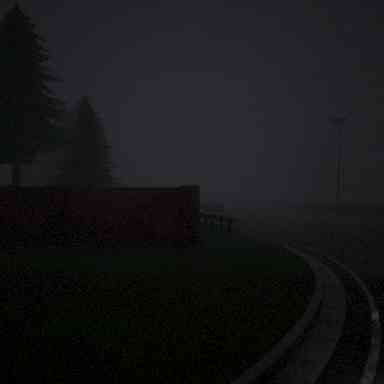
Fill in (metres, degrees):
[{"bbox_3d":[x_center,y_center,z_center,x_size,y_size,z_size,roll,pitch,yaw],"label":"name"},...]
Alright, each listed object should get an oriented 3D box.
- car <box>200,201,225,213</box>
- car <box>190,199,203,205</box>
[{"bbox_3d":[2.798,1.926,44.011,1.882,1.535,5.008,1,-1,-15],"label":"car"},{"bbox_3d":[0.951,2.311,76.884,1.994,1.385,4.181,1,-1,-16],"label":"car"}]
